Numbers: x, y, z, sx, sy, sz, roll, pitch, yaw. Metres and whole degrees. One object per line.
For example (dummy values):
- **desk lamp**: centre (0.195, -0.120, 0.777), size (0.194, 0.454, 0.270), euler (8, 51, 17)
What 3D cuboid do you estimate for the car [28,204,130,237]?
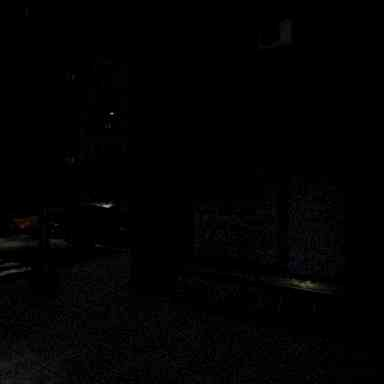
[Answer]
- **car**: centre (-6.033, 1.496, 18.468), size (1.882, 1.535, 5.008), euler (0, 0, 36)

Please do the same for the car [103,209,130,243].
- **car**: centre (-1.604, 1.561, 15.190), size (1.947, 1.339, 4.313), euler (0, 0, 36)

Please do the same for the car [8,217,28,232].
- **car**: centre (-8.224, 1.554, 19.729), size (1.752, 1.417, 4.829), euler (0, 0, 36)

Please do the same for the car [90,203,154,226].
- **car**: centre (-4.975, 1.584, 24.270), size (2.008, 1.369, 4.403), euler (0, 0, 36)
